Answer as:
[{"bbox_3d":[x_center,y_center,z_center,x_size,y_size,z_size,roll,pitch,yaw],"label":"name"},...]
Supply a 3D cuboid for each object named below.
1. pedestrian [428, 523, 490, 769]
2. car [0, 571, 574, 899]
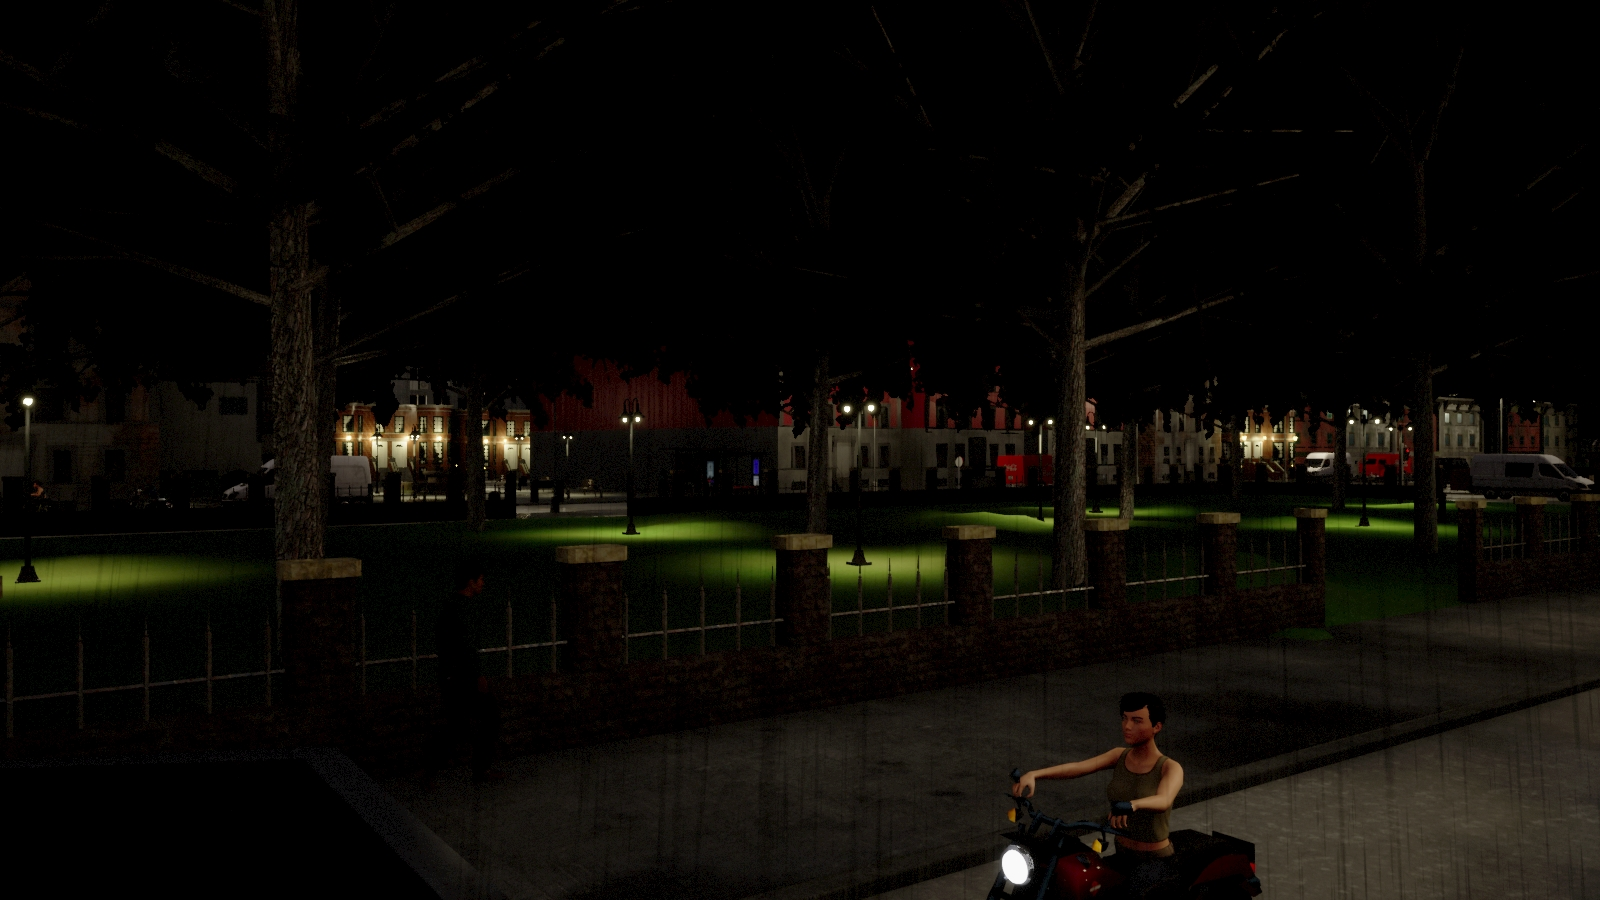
[{"bbox_3d":[-2.703,1.523,9.052,0.375,1.860,0.375,0,0,-35],"label":"pedestrian"},{"bbox_3d":[-3.767,1.534,1.768,6.274,2.098,2.390,0,0,-35],"label":"car"}]
